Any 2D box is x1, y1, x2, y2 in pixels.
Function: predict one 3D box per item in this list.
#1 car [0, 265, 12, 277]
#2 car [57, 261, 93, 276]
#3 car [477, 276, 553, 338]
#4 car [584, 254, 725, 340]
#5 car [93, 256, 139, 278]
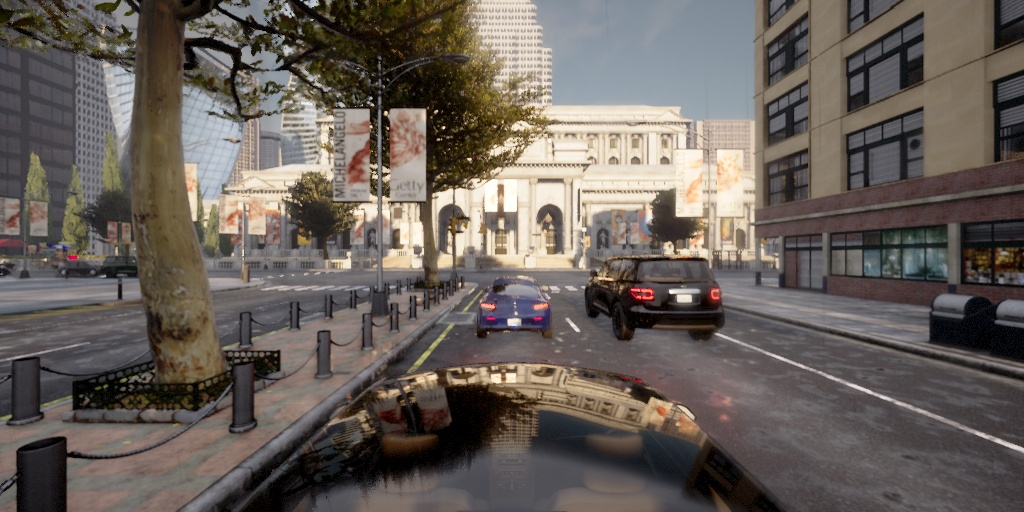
[{"bbox_3d":[-50.761,1.121,33.850,4.553,1.767,2.097,0,0,-6],"label":"car"},{"bbox_3d":[-44.450,1.277,37.615,4.892,1.490,1.837,0,0,-1],"label":"car"},{"bbox_3d":[0.072,1.281,10.110,1.812,1.442,4.674,0,0,0],"label":"car"},{"bbox_3d":[3.579,0.977,10.122,2.150,2.045,5.566,0,0,0],"label":"car"},{"bbox_3d":[-35.668,0.991,34.172,5.566,2.045,2.150,0,0,0],"label":"car"}]
